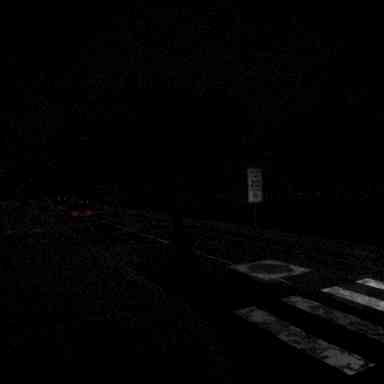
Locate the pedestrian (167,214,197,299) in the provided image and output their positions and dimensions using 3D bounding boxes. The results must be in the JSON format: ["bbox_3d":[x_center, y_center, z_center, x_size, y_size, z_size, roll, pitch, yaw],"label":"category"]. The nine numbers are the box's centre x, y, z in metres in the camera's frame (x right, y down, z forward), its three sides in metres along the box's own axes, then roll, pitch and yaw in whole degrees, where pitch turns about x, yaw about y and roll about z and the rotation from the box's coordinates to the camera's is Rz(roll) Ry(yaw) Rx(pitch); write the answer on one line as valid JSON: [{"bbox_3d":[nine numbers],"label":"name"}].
[{"bbox_3d":[-0.219,1.285,7.080,0.375,1.860,0.375,-1,1,-29],"label":"pedestrian"}]

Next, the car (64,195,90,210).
[{"bbox_3d":[-13.787,1.221,40.384,2.097,1.767,4.553,-2,1,-27],"label":"car"}]

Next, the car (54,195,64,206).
[{"bbox_3d":[-20.335,1.246,52.385,2.097,1.767,4.553,-2,1,-29],"label":"car"}]
